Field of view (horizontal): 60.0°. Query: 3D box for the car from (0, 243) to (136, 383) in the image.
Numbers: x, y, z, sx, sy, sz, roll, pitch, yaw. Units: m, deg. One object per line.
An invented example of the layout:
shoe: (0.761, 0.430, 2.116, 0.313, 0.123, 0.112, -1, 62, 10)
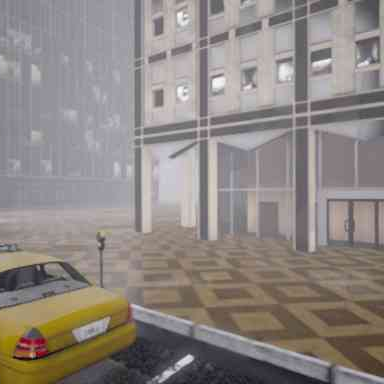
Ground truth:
car: (-2.984, 1.454, 5.018, 4.829, 1.417, 1.752, 1, 0, 36)
